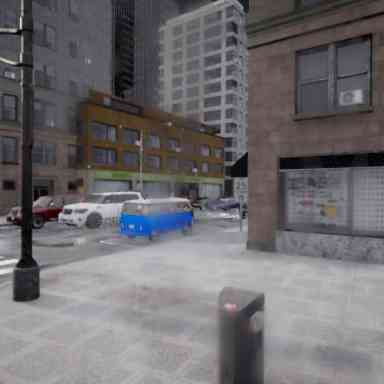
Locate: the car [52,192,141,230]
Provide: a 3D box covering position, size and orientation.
[{"bbox_3d":[-5.231,1.016,20.296,2.150,2.045,5.566,1,1,35],"label":"car"}]

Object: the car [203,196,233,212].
[{"bbox_3d":[3.380,1.137,32.491,1.812,1.442,4.674,1,1,35],"label":"car"}]

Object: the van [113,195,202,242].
[{"bbox_3d":[-1.462,1.202,15.465,1.690,1.788,3.998,1,1,35],"label":"van"}]

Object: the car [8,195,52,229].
[{"bbox_3d":[-8.424,1.111,20.383,2.192,1.841,5.009,1,2,35],"label":"car"}]

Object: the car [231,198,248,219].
[{"bbox_3d":[5.010,1.274,24.629,2.008,1.369,4.403,1,2,35],"label":"car"}]

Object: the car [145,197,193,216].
[{"bbox_3d":[-1.952,1.203,29.549,1.887,1.381,4.507,1,2,35],"label":"car"}]
